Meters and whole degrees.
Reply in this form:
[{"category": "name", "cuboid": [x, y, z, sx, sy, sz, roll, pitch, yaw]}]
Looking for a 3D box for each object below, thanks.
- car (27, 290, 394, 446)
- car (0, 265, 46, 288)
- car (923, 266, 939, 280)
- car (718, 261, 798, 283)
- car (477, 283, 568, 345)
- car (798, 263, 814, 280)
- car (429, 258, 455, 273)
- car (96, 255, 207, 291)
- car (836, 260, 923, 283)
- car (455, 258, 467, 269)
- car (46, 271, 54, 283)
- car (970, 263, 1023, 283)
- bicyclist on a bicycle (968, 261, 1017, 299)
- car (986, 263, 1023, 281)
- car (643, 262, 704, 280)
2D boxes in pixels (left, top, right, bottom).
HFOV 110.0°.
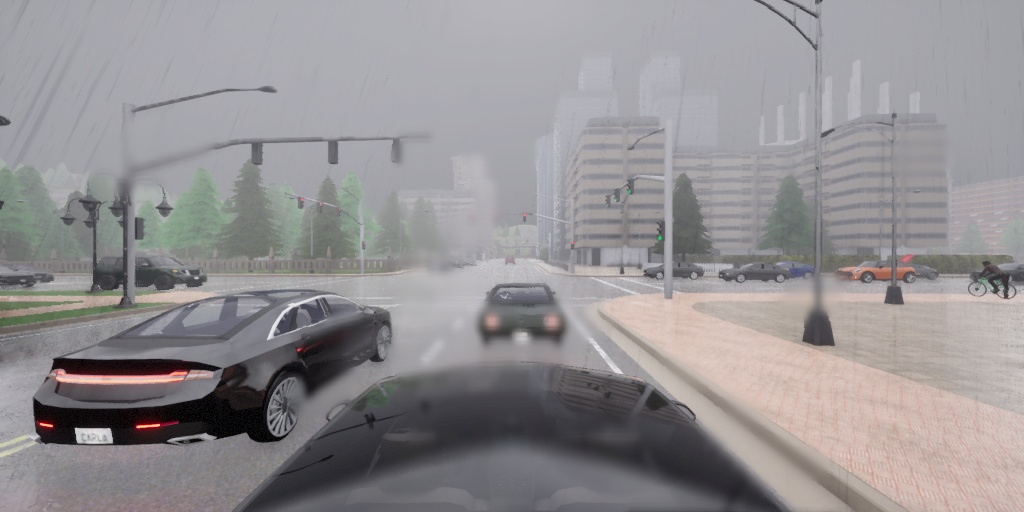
[{"category": "car", "cuboid": [-3.331, 1.242, 5.327, 2.128, 1.511, 4.902, 0, 0, 1]}, {"category": "car", "cuboid": [-32.265, 1.228, 21.908, 5.008, 1.535, 1.882, 0, 0, 2]}, {"category": "car", "cuboid": [33.255, 1.314, 30.445, 4.181, 1.385, 1.994, 0, 0, 1]}, {"category": "car", "cuboid": [18.474, 1.255, 27.430, 4.892, 1.490, 1.837, 0, 0, 2]}, {"category": "car", "cuboid": [0.260, 1.351, 9.480, 1.895, 1.301, 4.718, 0, 0, 1]}, {"category": "car", "cuboid": [23.300, 1.228, 30.773, 5.008, 1.535, 1.882, 0, 0, 2]}, {"category": "car", "cuboid": [-8.879, 1.241, 44.312, 2.128, 1.511, 4.902, 0, 0, 2]}, {"category": "car", "cuboid": [-21.635, 0.974, 21.533, 5.566, 2.045, 2.150, 0, 0, 2]}, {"category": "car", "cuboid": [27.407, 1.102, 27.135, 4.553, 1.767, 2.097, 0, 0, 2]}, {"category": "car", "cuboid": [-8.546, 1.103, 54.041, 2.097, 1.767, 4.553, 0, 0, 2]}, {"category": "car", "cuboid": [-35.542, 1.314, 25.533, 4.181, 1.385, 1.994, 0, 0, 2]}, {"category": "car", "cuboid": [37.522, 1.228, 26.792, 5.008, 1.535, 1.882, 0, 0, 2]}, {"category": "bicyclist on a bicycle", "cuboid": [21.176, 1.051, 15.851, 0.582, 1.620, 1.656, 0, 0, 2]}, {"category": "car", "cuboid": [43.831, 1.298, 30.065, 5.357, 1.411, 2.033, 0, 0, 2]}, {"category": "car", "cuboid": [13.952, 1.255, 31.079, 4.892, 1.490, 1.837, 0, 0, 2]}]
